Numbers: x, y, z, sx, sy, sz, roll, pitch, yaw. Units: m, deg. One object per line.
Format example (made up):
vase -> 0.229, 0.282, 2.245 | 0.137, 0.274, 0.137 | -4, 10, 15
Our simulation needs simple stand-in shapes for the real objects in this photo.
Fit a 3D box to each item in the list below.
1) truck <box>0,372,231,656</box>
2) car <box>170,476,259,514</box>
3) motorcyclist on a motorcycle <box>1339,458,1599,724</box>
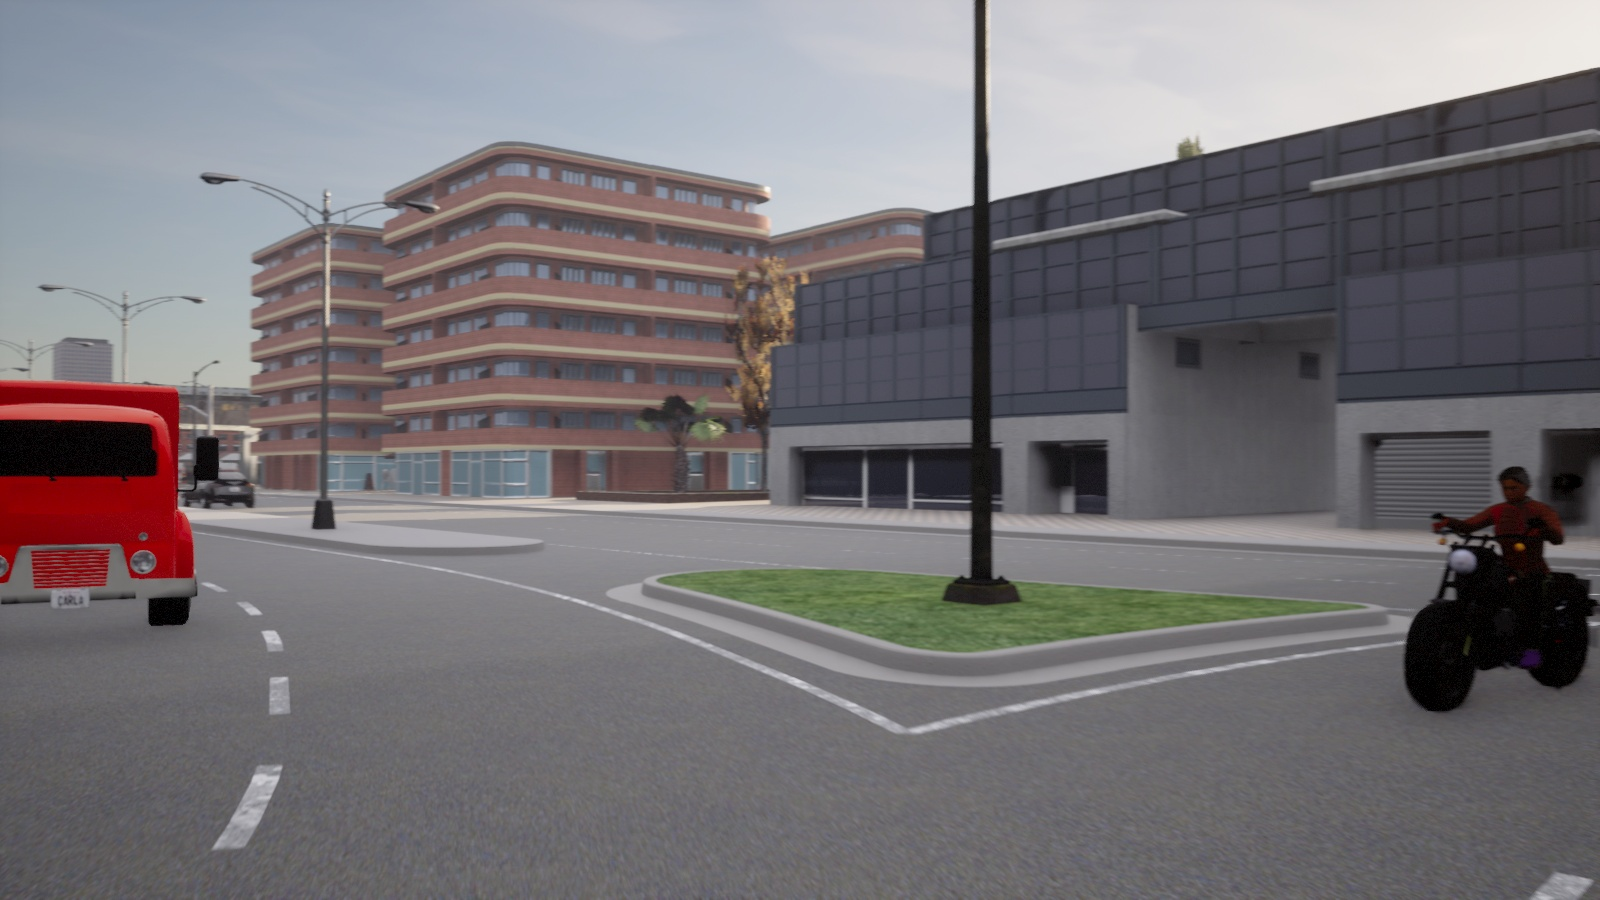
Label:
truck -> -7.880, 0.600, 13.394 | 2.627, 2.467, 5.204 | 0, -1, -32
car -> -24.240, 1.830, 51.905 | 2.163, 1.488, 4.792 | 0, -1, -40
motorcyclist on a motorcycle -> 4.814, 0.884, 8.812 | 2.350, 1.649, 0.766 | 0, -1, -35
